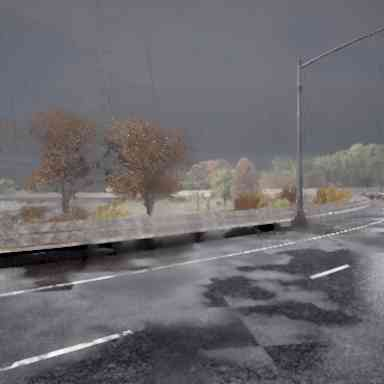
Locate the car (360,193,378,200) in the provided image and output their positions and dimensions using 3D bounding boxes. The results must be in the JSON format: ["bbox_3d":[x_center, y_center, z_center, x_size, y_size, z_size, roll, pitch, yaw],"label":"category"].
[{"bbox_3d":[38.690,0.982,73.745,1.837,1.490,4.892,0,0,8],"label":"car"}]

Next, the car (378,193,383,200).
[{"bbox_3d":[42.142,1.009,73.161,1.994,1.385,4.181,0,0,8],"label":"car"}]
